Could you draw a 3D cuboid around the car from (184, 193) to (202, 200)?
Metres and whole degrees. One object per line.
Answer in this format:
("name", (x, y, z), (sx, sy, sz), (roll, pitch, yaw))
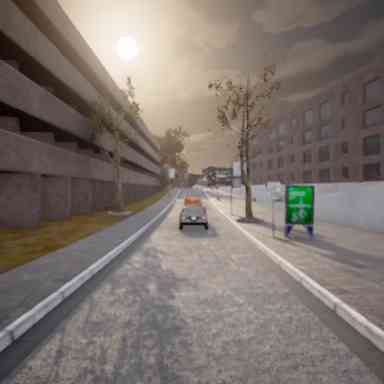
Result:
("car", (0.099, 0.858, 40.854), (2.097, 1.767, 4.553), (0, 2, 0))

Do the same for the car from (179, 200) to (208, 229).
("car", (0.099, 1.521, 21.745), (2.033, 1.411, 5.357), (0, 1, 0))
